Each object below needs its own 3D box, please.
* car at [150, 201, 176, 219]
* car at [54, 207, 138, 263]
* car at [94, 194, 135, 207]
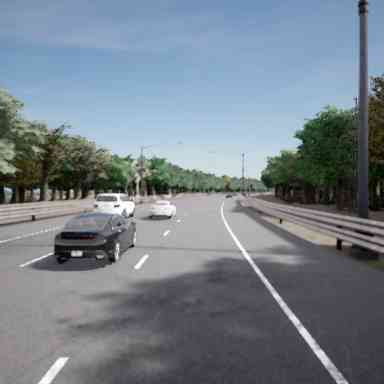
[{"bbox_3d":[-2.444,1.474,28.550,1.812,1.442,4.674,0,0,4],"label":"car"},{"bbox_3d":[-3.195,1.486,11.826,1.837,1.490,4.892,0,0,1],"label":"car"},{"bbox_3d":[-6.075,1.171,26.591,2.150,2.045,5.566,0,0,3],"label":"car"}]
